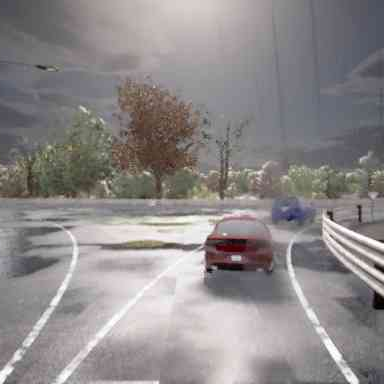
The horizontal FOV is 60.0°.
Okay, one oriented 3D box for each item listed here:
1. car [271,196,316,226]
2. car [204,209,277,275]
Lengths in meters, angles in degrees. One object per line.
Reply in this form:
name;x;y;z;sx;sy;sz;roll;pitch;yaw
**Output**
car;7.536;1.324;24.458;2.150;2.045;5.566;0;0;31
car;1.617;1.517;10.779;1.882;1.535;5.008;0;0;12
